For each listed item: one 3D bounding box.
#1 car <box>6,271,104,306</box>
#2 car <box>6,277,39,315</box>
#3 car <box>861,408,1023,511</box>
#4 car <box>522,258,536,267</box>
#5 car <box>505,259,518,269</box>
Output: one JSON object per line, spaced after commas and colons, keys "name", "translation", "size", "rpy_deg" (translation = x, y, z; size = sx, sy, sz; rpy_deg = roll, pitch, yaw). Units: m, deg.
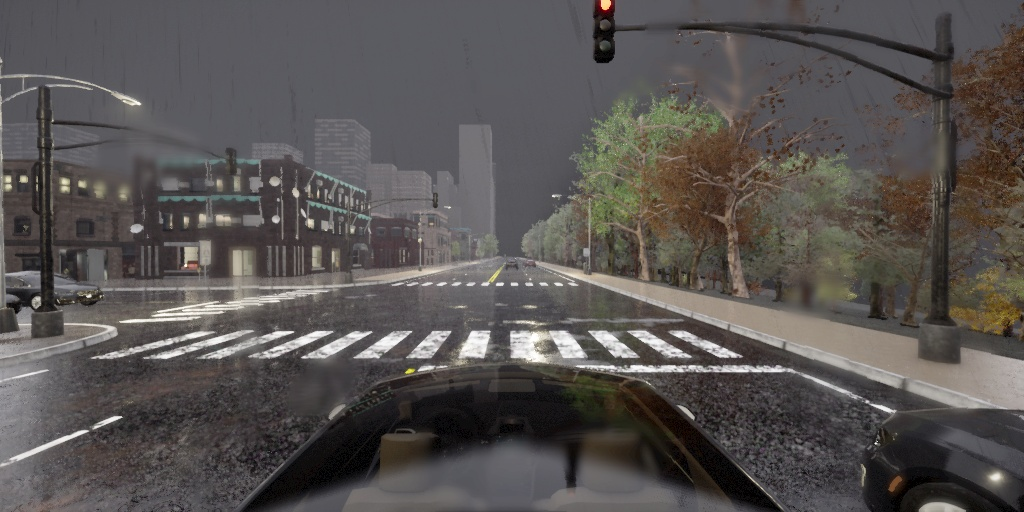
{"name": "car", "translation": [-20.314, 1.480, 15.147], "size": [4.892, 1.490, 1.837], "rpy_deg": [-1, 1, 0]}
{"name": "car", "translation": [-19.972, 1.565, 12.443], "size": [4.313, 1.339, 1.948], "rpy_deg": [0, 0, 0]}
{"name": "car", "translation": [3.353, 1.255, 0.450], "size": [1.837, 1.490, 4.892], "rpy_deg": [0, 0, 0]}
{"name": "car", "translation": [3.207, 1.252, 63.382], "size": [1.812, 1.442, 4.674], "rpy_deg": [0, 0, 0]}
{"name": "car", "translation": [-0.028, 1.235, 56.250], "size": [1.837, 1.490, 4.892], "rpy_deg": [0, 0, 0]}
